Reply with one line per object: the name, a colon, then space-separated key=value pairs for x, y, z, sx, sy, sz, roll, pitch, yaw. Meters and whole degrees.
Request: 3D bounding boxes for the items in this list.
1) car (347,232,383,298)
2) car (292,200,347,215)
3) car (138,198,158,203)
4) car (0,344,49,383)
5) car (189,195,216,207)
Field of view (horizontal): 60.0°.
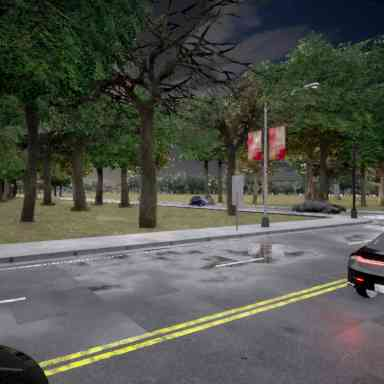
car: x=5.336 y=1.492 z=7.242 sx=4.902 sy=1.511 sz=2.128 roll=0 pitch=0 yaw=-35
car: x=12.684 y=1.534 z=33.491 sx=2.033 sy=1.411 sz=5.357 roll=0 pitch=0 yaw=-35
car: x=-8.546 y=1.557 z=63.559 sx=2.033 sy=1.411 sz=5.357 roll=0 pitch=0 yaw=-35
car: x=-3.159 y=1.478 z=1.188 sx=5.008 sy=1.535 sz=1.882 roll=0 pitch=0 yaw=-35
car: x=1.496 y=1.318 z=49.263 sx=2.097 sy=1.767 sz=4.553 roll=0 pitch=0 yaw=-35
